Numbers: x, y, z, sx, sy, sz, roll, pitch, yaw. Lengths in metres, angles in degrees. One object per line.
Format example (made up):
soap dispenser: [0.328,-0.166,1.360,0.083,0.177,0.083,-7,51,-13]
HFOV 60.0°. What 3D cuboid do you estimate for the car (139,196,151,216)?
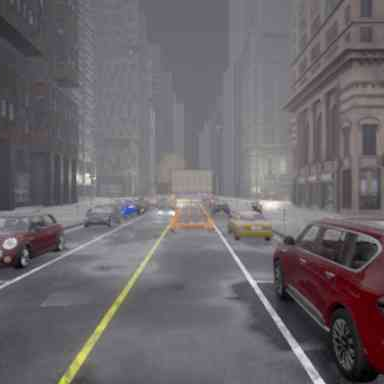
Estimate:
car: [-5.777,1.298,33.013,2.192,1.841,5.009,0,0,0]

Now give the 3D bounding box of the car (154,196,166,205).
car: [-5.791,1.514,60.641,1.887,1.381,4.507,0,0,0]

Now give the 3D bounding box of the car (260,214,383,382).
car: [2.767,1.312,5.376,2.192,1.841,5.009,0,0,0]

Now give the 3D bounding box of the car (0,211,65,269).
car: [-5.767,1.434,10.911,1.967,1.590,4.097,0,0,0]

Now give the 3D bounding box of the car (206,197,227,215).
car: [2.764,1.533,33.000,2.008,1.369,4.403,0,0,0]

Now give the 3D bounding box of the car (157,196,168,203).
car: [-5.793,1.512,66.166,1.887,1.381,4.507,0,0,0]

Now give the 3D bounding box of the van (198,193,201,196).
van: [2.762,1.307,71.675,1.690,1.788,3.998,0,0,0]

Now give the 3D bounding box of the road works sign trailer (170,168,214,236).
road works sign trailer: [-0.005,0.454,18.462,2.380,3.560,2.880,0,0,0]

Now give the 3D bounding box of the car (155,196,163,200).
car: [-5.785,1.500,49.420,1.752,1.417,4.829,0,0,0]

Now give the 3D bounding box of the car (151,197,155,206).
car: [-5.780,1.525,38.539,1.887,1.381,4.507,0,0,0]

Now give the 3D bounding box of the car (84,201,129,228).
car: [-5.773,1.539,21.962,2.008,1.369,4.403,0,0,0]

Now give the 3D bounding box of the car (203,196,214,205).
car: [2.763,1.559,44.050,1.802,1.307,4.206,0,0,0]

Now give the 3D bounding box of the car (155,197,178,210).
car: [-3.100,1.579,41.537,1.895,1.301,4.718,0,0,0]

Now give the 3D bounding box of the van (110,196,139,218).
van: [-5.775,1.327,27.488,1.690,1.788,3.998,0,0,0]

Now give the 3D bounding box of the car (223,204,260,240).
car: [2.766,1.516,16.595,1.752,1.417,4.829,0,0,0]

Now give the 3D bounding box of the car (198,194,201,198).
car: [2.762,1.512,66.150,1.887,1.381,4.507,0,0,0]

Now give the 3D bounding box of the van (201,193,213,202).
van: [2.763,1.313,55.100,1.690,1.788,3.998,0,0,0]
